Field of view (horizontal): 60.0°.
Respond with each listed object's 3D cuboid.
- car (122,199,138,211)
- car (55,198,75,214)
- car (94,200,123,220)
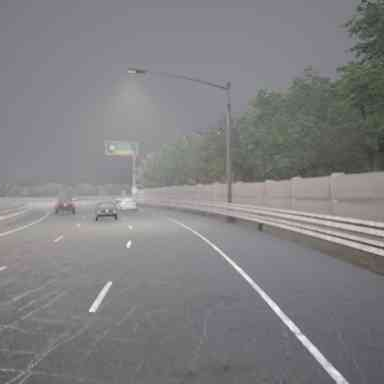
[{"bbox_3d":[-7.930,1.611,40.438,1.812,1.442,4.674,0,0,-22],"label":"car"},{"bbox_3d":[-14.808,1.518,38.742,2.097,1.767,4.553,-1,0,-22],"label":"car"},{"bbox_3d":[-7.640,1.631,29.393,2.033,1.411,5.357,-1,0,-17],"label":"car"}]
